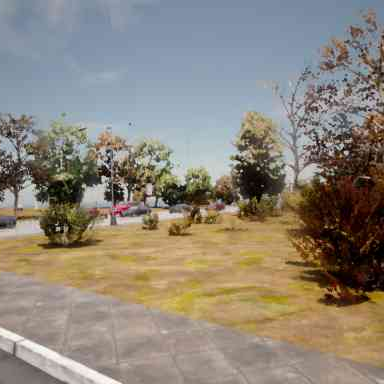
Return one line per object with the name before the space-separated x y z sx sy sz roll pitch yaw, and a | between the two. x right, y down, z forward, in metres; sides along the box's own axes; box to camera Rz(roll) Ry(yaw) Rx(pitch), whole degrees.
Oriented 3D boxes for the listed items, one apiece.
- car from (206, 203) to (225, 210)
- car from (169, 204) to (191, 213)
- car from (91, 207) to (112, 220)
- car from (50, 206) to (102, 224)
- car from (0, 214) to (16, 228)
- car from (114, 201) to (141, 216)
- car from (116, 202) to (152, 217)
car | 3.920 2.446 53.816 1.994 1.385 4.181 -3 -2 32
car | -1.785 2.575 51.581 1.994 1.385 4.181 -3 -2 32
car | -10.187 2.330 31.325 1.895 1.301 4.718 -3 -2 33
car | -12.132 2.383 35.146 1.882 1.535 5.008 -3 -2 32
car | -16.996 2.451 27.654 1.994 1.385 4.181 -3 -2 34
car | -9.127 2.339 46.519 2.150 2.045 5.566 -3 -2 32
car | -7.137 2.471 43.080 1.812 1.442 4.674 -3 -2 32
